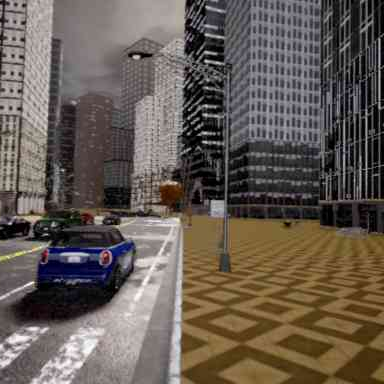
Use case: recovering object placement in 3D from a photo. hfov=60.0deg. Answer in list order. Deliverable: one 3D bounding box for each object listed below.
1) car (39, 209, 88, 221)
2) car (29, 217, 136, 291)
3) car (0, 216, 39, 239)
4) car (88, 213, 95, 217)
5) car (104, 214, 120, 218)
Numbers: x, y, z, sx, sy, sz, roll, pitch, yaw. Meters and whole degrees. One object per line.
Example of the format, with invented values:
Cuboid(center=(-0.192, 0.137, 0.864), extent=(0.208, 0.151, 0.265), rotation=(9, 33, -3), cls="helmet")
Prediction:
Cuboid(center=(-10.110, 2.362, 25.613), extent=(2.150, 2.045, 5.566), rotation=(2, -3, -2), cls="car")
Cuboid(center=(-3.080, 1.861, 10.640), extent=(2.097, 1.767, 4.553), rotation=(2, -3, -2), cls="car")
Cuboid(center=(-13.315, 2.452, 23.761), extent=(2.128, 1.511, 4.902), rotation=(2, -3, -2), cls="car")
Cuboid(center=(-13.991, 3.456, 43.122), extent=(1.882, 1.535, 5.008), rotation=(2, -3, -3), cls="car")
Cuboid(center=(-10.830, 3.724, 45.033), extent=(1.994, 1.385, 4.181), rotation=(2, -3, -3), cls="car")
